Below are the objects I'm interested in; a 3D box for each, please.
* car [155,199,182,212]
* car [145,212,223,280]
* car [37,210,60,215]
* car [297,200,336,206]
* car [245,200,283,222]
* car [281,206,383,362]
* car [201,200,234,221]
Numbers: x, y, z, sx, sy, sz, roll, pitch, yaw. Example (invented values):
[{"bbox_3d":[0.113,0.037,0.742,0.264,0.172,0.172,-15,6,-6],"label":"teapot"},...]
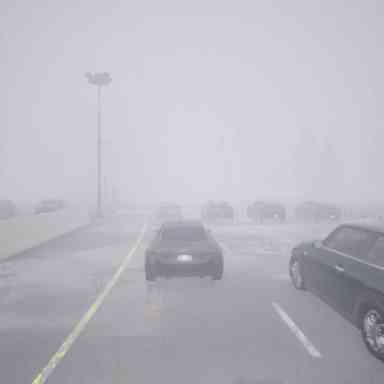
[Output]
[{"bbox_3d":[-1.964,1.327,27.396,1.882,1.535,5.008,0,0,-8],"label":"car"},{"bbox_3d":[-0.274,1.509,9.816,1.994,1.385,4.181,0,0,-3],"label":"car"},{"bbox_3d":[-13.297,1.394,31.559,2.033,1.411,5.357,0,0,-9],"label":"car"},{"bbox_3d":[9.008,1.352,24.381,1.837,1.490,4.892,0,0,-7],"label":"car"},{"bbox_3d":[5.417,1.355,24.879,1.837,1.490,4.892,0,0,-7],"label":"car"},{"bbox_3d":[3.394,1.312,6.021,2.097,1.767,4.553,0,0,-2],"label":"car"},{"bbox_3d":[1.833,1.346,25.307,2.128,1.511,4.902,0,0,-7],"label":"car"}]
